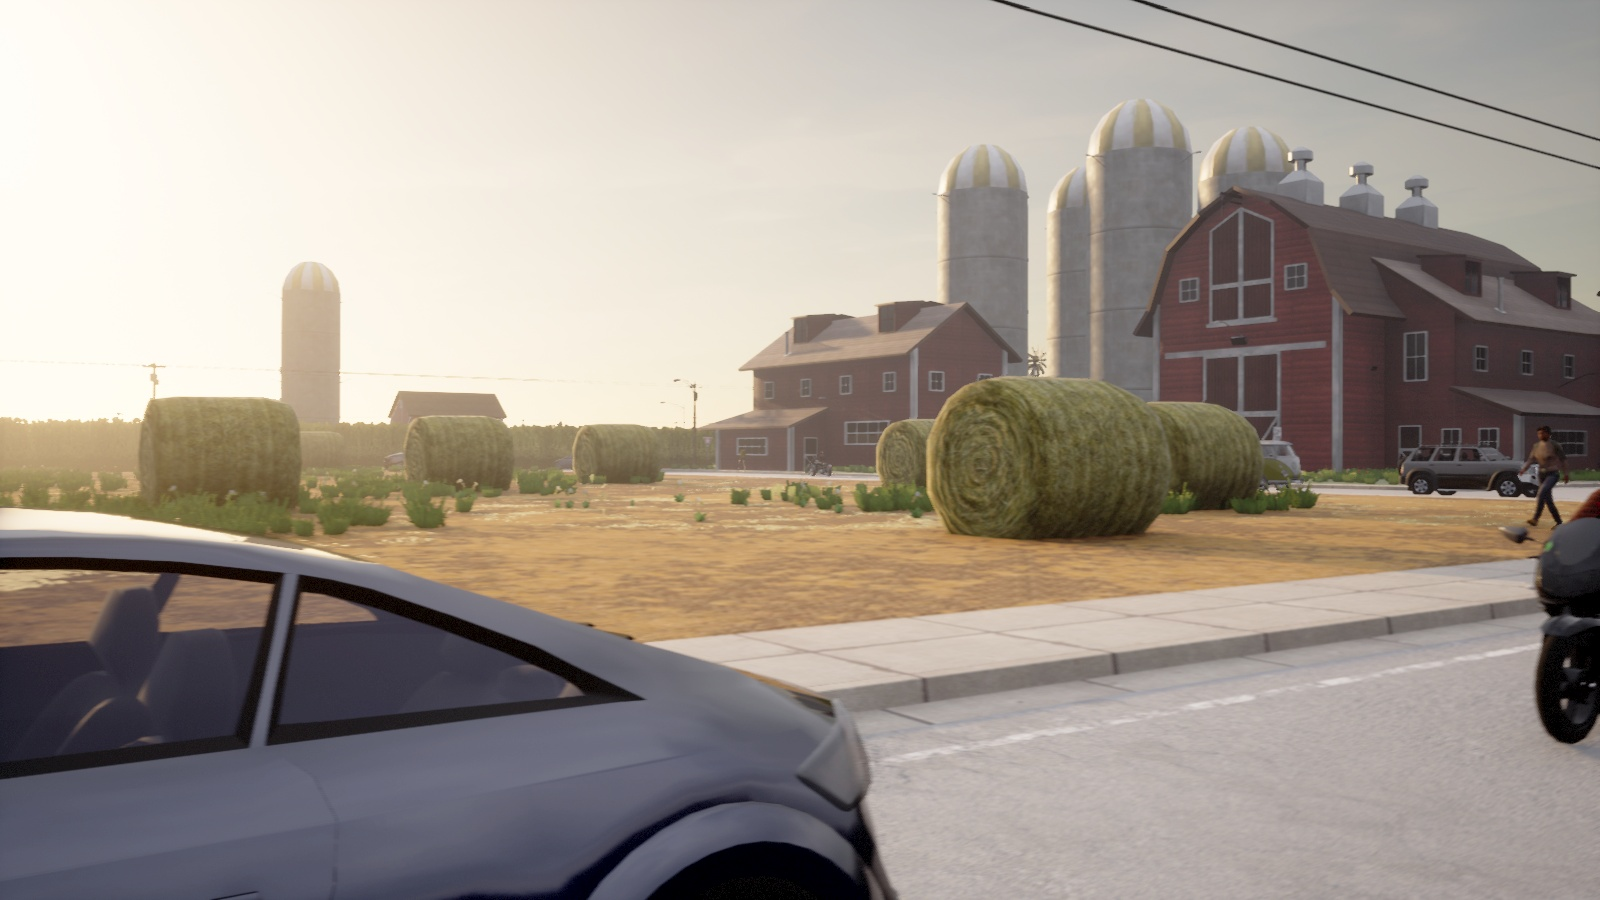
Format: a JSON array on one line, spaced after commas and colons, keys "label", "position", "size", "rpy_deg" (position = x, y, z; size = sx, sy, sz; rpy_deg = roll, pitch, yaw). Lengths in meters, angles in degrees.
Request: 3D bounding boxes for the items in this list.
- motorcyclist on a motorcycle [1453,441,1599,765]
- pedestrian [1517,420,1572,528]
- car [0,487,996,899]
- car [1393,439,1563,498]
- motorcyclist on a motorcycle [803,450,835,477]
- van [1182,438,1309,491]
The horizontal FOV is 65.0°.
[{"label": "motorcyclist on a motorcycle", "position": [4.445, 0.736, 6.746], "size": [2.044, 1.523, 0.797], "rpy_deg": [1, -1, -35]}, {"label": "pedestrian", "position": [12.672, 0.401, 21.383], "size": [0.869, 1.805, 0.328], "rpy_deg": [0, 0, -21]}, {"label": "car", "position": [-1.849, 0.819, 2.373], "size": [4.181, 1.385, 1.994], "rpy_deg": [0, 0, -35]}, {"label": "car", "position": [22.613, 0.587, 42.038], "size": [1.932, 1.855, 4.605], "rpy_deg": [0, 0, -36]}, {"label": "motorcyclist on a motorcycle", "position": [1.161, 0.857, 77.685], "size": [0.766, 1.649, 2.350], "rpy_deg": [0, 0, -36]}, {"label": "van", "position": [17.401, 0.555, 49.246], "size": [1.775, 1.987, 4.442], "rpy_deg": [0, 0, -36]}]
